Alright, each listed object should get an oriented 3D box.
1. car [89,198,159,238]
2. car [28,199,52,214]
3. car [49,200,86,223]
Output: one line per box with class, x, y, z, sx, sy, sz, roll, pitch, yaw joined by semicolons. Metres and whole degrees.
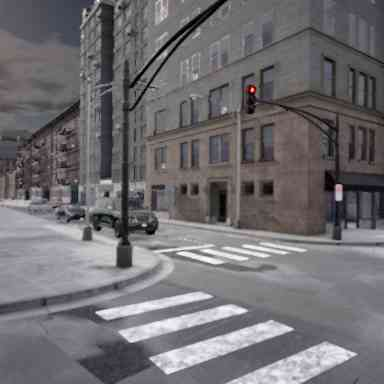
car;-4.040;1.364;19.345;2.150;2.045;5.566;1;0;-35
car;-17.578;1.756;38.518;1.895;1.301;4.718;1;0;-35
car;-9.985;1.695;27.745;2.033;1.411;5.357;1;0;-35
